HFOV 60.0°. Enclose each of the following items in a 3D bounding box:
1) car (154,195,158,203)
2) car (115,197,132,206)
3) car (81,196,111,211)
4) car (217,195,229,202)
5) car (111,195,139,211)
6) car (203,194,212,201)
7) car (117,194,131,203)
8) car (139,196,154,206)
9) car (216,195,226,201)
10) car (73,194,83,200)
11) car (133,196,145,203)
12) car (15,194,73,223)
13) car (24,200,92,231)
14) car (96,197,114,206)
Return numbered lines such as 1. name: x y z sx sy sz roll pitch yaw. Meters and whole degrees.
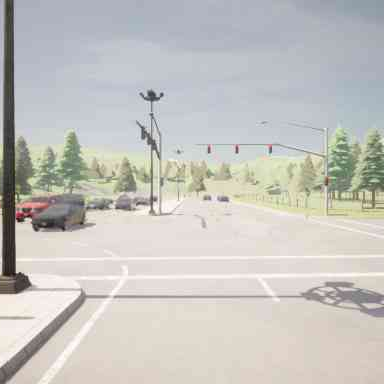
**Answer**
1. car: -7.923 1.477 70.550 1.882 1.535 5.008 0 0 0
2. car: -11.530 1.600 56.065 1.895 1.301 4.718 0 0 0
3. car: -11.559 1.491 41.099 2.128 1.511 4.902 0 0 0
4. car: 7.112 1.478 73.908 1.882 1.535 5.008 0 0 1
5. car: -8.059 1.505 40.364 1.837 1.490 4.892 0 0 0
6. car: 3.832 1.355 84.055 2.097 1.767 4.553 0 0 2
7. car: -14.900 1.351 72.902 2.097 1.767 4.553 0 0 0
8. car: -8.037 1.547 54.893 2.033 1.411 5.357 0 0 0
9. car: 7.340 1.525 84.312 2.128 1.511 4.902 0 0 2
10. car: -15.058 1.222 41.524 2.150 2.045 5.566 0 0 0
11. car: -11.413 1.551 71.589 1.994 1.385 4.181 0 0 0
12. car: -11.574 1.224 25.952 2.150 2.045 5.566 0 0 0
13. car: -8.080 1.477 20.664 1.882 1.535 5.008 0 0 0
14. car: -15.021 1.601 57.693 1.895 1.301 4.718 0 0 0
